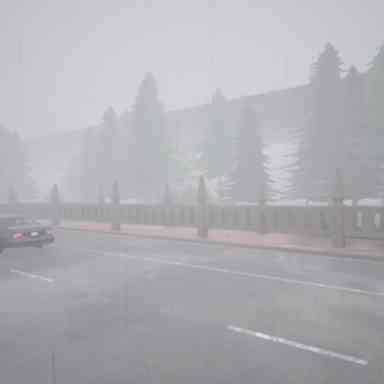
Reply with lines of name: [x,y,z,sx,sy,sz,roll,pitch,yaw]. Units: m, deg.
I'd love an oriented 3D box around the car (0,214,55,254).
car: [-8.006,1.660,14.081,5.357,1.411,2.033,-1,0,36]
